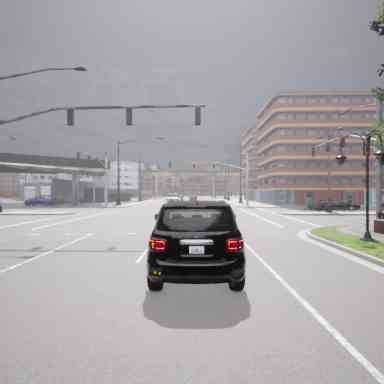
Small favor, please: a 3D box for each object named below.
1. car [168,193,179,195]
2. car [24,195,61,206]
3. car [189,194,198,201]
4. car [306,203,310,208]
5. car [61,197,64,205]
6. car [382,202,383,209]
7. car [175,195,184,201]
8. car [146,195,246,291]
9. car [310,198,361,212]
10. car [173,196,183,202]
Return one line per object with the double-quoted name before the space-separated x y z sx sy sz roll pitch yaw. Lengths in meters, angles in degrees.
"car" -3.066 1.227 54.540 2.150 2.045 5.566 0 0 2
"car" -23.263 1.300 51.114 4.611 1.667 2.242 0 0 1
"car" 0.287 1.381 81.201 2.128 1.511 4.902 0 0 0
"car" 16.723 1.509 41.146 4.892 1.490 1.837 0 0 1
"car" -23.975 1.462 56.866 3.806 1.475 1.970 0 0 1
"car" 25.895 1.356 41.060 4.553 1.767 2.097 0 0 0
"car" -3.244 1.523 85.478 2.128 1.511 4.902 0 0 0
"car" 0.095 1.222 9.163 2.150 2.045 5.566 0 0 0
"car" 16.337 1.605 37.671 4.718 1.301 1.895 0 0 -3
"car" -3.168 1.548 75.149 2.033 1.411 5.357 0 0 0
